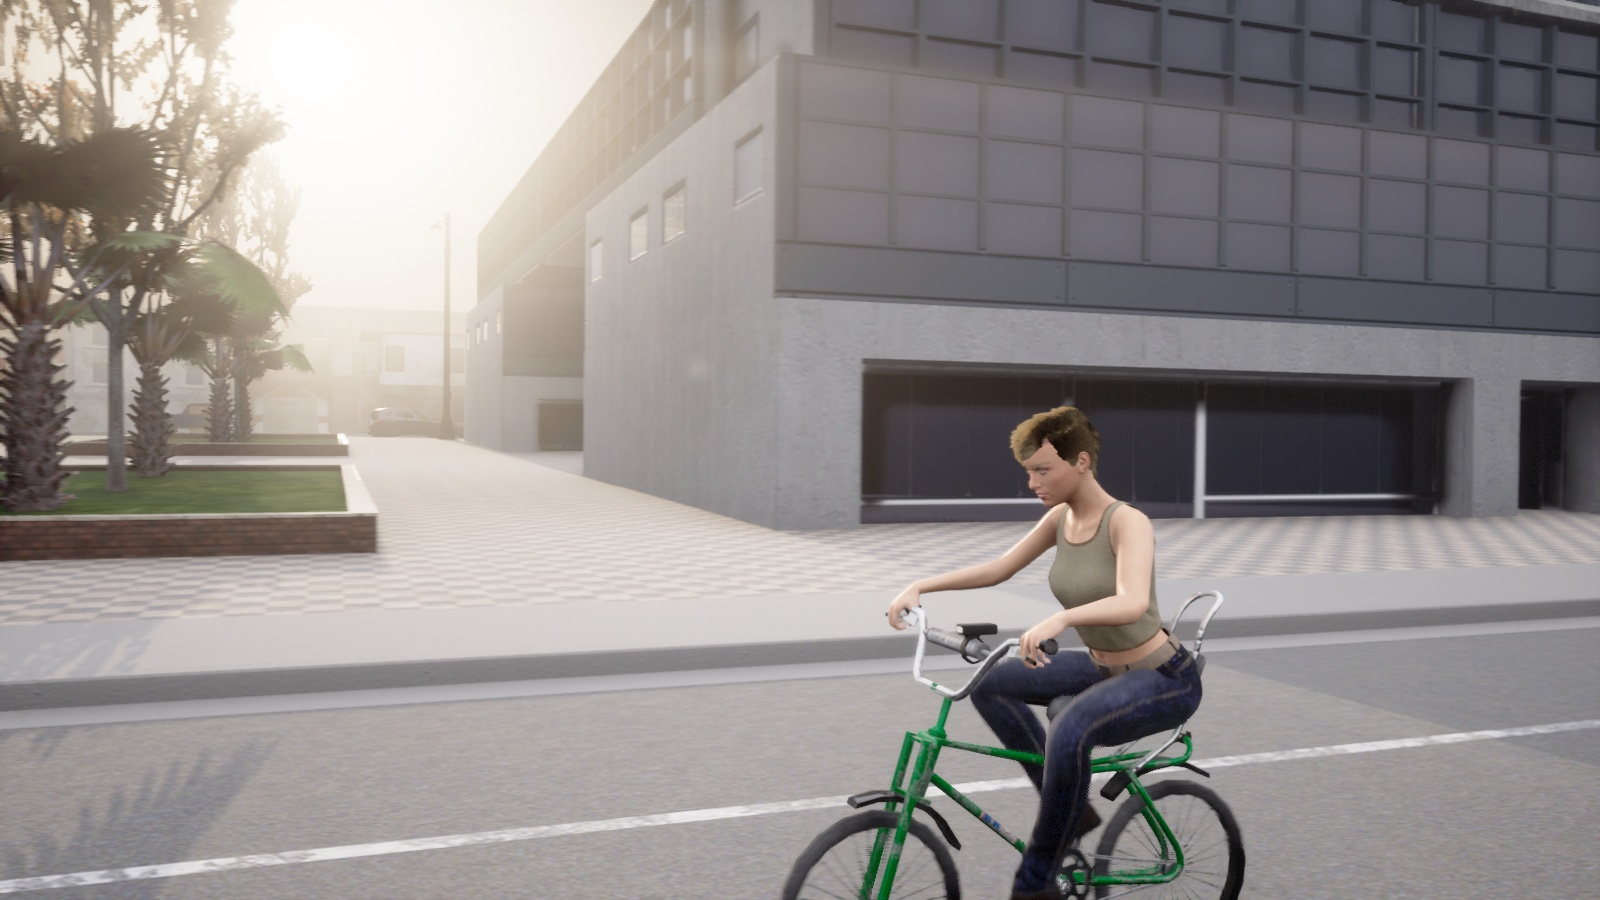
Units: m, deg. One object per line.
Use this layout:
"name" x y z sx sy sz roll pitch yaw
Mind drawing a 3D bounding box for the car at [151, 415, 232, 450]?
"car" -34.018 -1.003 70.294 3.866 1.878 1.905 -1 1 -21

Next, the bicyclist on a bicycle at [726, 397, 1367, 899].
"bicyclist on a bicycle" 0.656 0.671 3.492 1.509 1.612 0.866 -1 1 -21

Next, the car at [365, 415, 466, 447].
"car" -20.220 -0.997 66.133 4.611 1.667 2.242 0 1 -35
